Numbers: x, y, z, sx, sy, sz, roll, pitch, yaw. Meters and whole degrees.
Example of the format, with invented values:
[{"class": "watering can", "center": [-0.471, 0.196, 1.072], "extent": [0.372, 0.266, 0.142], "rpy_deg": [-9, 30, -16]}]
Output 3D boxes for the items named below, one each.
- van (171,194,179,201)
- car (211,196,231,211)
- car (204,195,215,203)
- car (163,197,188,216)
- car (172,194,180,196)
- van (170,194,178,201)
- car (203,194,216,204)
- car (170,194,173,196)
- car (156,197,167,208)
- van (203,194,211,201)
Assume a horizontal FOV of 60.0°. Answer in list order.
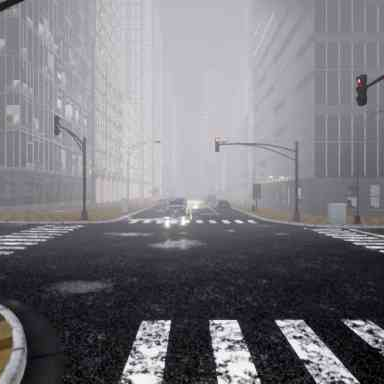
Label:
[{"class": "van", "center": [-4.385, 1.315, 86.001], "extent": [1.690, 1.788, 3.998], "rpy_deg": [0, 0, 0]}, {"class": "car", "center": [3.832, 1.579, 41.834], "extent": [1.947, 1.339, 4.313], "rpy_deg": [0, 0, 0]}, {"class": "car", "center": [3.603, 1.432, 69.470], "extent": [1.967, 1.590, 4.097], "rpy_deg": [0, 0, 0]}, {"class": "car", "center": [-1.571, 1.543, 33.059], "extent": [1.812, 1.442, 4.674], "rpy_deg": [0, 0, 0]}, {"class": "car", "center": [-1.696, 1.499, 53.118], "extent": [2.128, 1.511, 4.902], "rpy_deg": [0, 0, 0]}, {"class": "van", "center": [-4.349, 1.321, 80.474], "extent": [1.690, 1.788, 3.998], "rpy_deg": [0, 0, 0]}, {"class": "car", "center": [3.639, 1.313, 63.942], "extent": [2.192, 1.841, 5.009], "rpy_deg": [0, 0, 0]}, {"class": "car", "center": [-4.241, 1.564, 63.891], "extent": [1.947, 1.339, 4.313], "rpy_deg": [0, 0, 0]}, {"class": "car", "center": [-4.133, 1.593, 47.309], "extent": [1.802, 1.307, 4.206], "rpy_deg": [0, 0, 0]}, {"class": "van", "center": [3.531, 1.321, 80.525], "extent": [1.690, 1.788, 3.998], "rpy_deg": [0, 0, 0]}]
